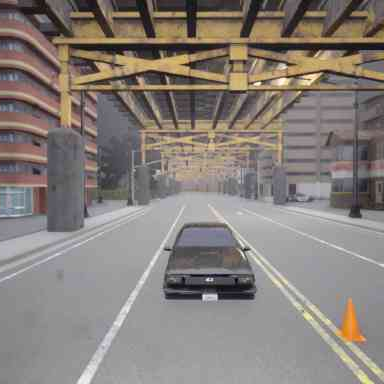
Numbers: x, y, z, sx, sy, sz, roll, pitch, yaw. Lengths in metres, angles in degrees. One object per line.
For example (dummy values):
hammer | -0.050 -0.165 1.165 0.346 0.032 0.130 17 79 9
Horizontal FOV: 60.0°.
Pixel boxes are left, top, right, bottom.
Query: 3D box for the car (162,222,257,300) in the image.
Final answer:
car | 0.363 1.533 8.758 2.033 1.411 5.357 0 0 1

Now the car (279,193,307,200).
car | 17.873 0.800 59.001 4.536 1.218 1.853 0 1 25

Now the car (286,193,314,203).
car | 17.476 1.005 54.868 4.974 1.542 2.038 0 1 -20

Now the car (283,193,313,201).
car | 17.525 0.847 54.884 4.536 1.218 1.853 0 1 -20

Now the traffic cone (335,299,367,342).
traffic cone | 2.455 1.949 5.150 0.340 0.580 0.340 0 0 0

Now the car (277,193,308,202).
car | 17.825 0.957 59.025 4.974 1.542 2.038 0 1 25
